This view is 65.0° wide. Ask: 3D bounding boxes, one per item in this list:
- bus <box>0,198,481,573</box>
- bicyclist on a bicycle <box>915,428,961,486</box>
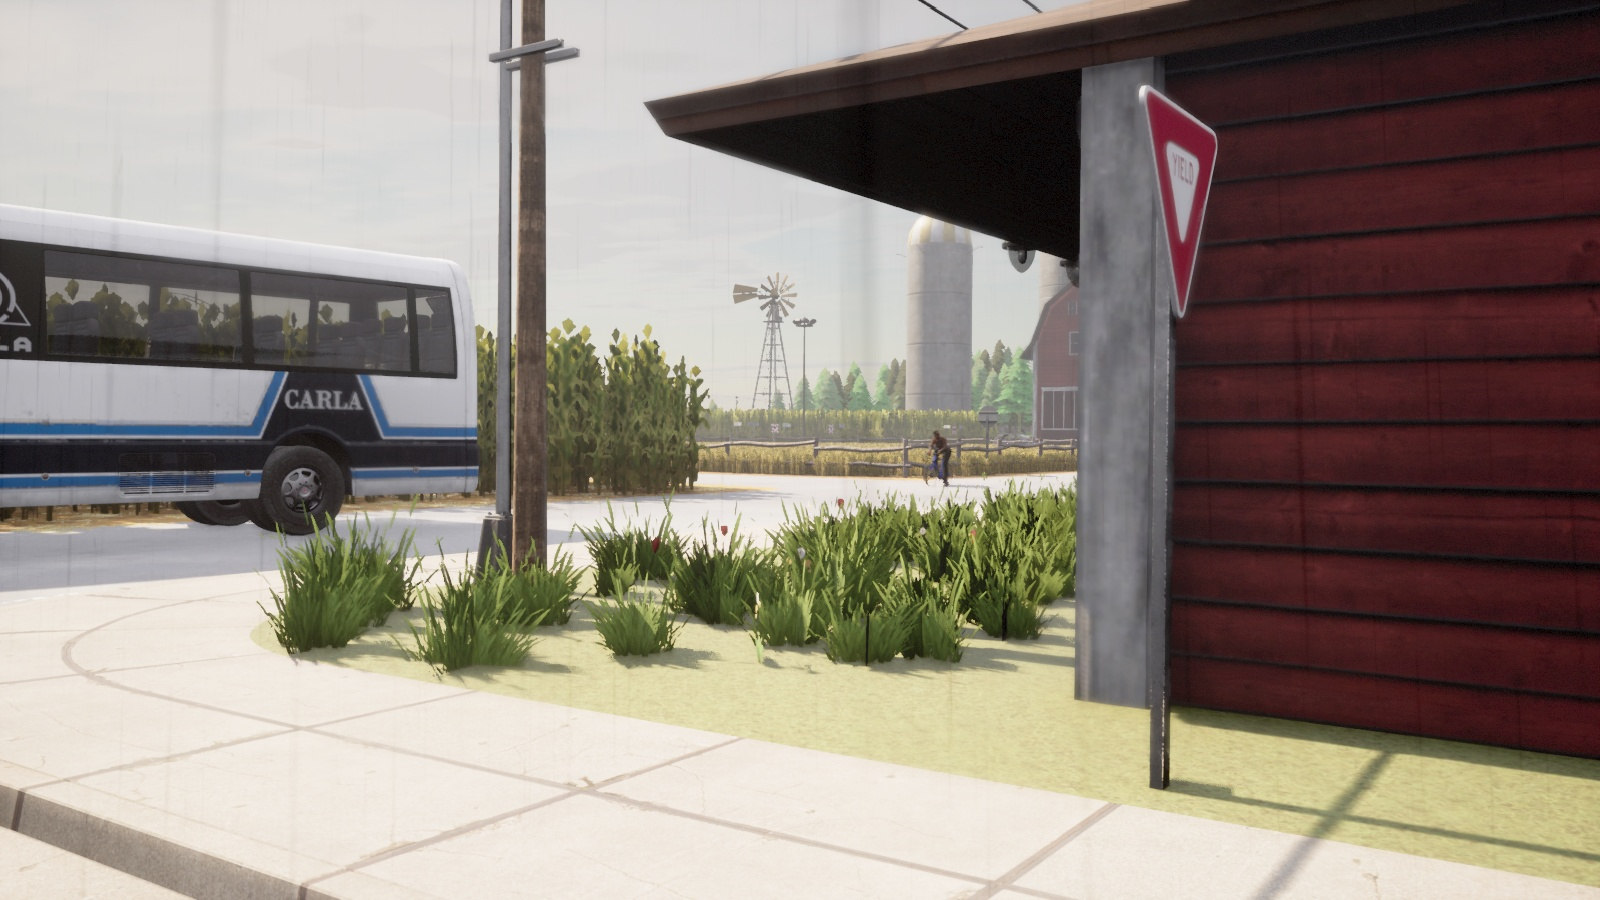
[{"bbox_3d":[-9.744,-0.756,16.508,3.944,4.253,10.273,0,1,41],"label":"bus"},{"bbox_3d":[3.970,0.185,35.926,0.582,1.620,1.656,0,1,34],"label":"bicyclist on a bicycle"}]
